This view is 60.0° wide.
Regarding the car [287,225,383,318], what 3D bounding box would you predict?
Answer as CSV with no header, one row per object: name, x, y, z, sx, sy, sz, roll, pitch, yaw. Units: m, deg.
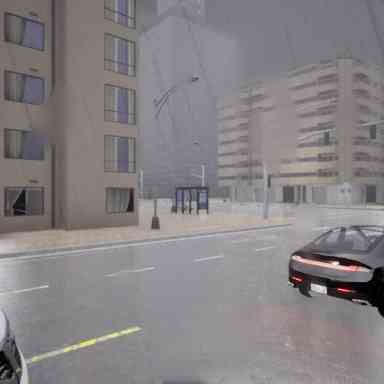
car,4.120,1.492,7.380,4.902,1.511,2.128,0,0,-39

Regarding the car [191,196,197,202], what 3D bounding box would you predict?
car,1.334,1.595,78.281,5.357,1.411,2.033,0,0,-40

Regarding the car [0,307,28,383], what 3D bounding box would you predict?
car,-3.755,1.221,1.367,5.566,2.045,2.150,0,0,-32
